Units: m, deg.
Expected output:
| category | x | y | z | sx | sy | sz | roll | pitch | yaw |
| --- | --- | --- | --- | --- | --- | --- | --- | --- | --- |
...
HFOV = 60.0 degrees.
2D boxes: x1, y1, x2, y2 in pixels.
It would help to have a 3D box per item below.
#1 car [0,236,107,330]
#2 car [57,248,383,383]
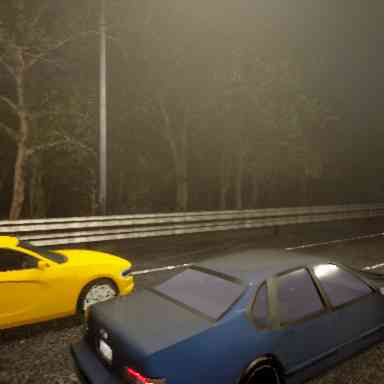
| category | x | y | z | sx | sy | sz | roll | pitch | yaw |
| --- | --- | --- | --- | --- | --- | --- | --- | --- | --- |
| car | -3.452 | 1.478 | 5.596 | 5.008 | 1.535 | 1.882 | 0 | 0 | -35 |
| car | 1.216 | 1.544 | 4.627 | 5.357 | 1.411 | 2.033 | 0 | 0 | -36 |
